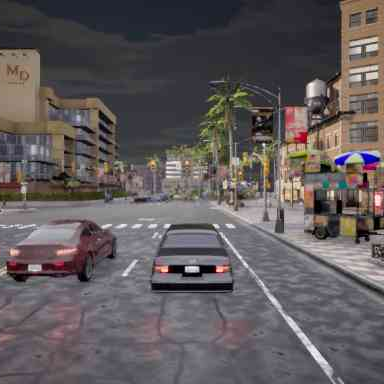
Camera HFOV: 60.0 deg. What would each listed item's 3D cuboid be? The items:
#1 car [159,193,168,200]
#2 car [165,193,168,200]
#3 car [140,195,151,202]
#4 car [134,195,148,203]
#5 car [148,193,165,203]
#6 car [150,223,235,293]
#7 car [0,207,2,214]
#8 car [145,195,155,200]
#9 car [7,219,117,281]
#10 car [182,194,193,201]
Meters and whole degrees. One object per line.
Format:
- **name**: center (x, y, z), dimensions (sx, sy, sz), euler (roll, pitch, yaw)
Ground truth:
- **car**: center (-7.853, 1.225, 91.456), dimensions (2.150, 2.045, 5.566), euler (0, 0, -1)
- **car**: center (-7.747, 1.225, 80.707), dimensions (2.150, 2.045, 5.566), euler (0, 0, -1)
- **car**: center (-11.244, 1.478, 80.463), dimensions (1.882, 1.535, 5.008), euler (0, 0, -1)
- **car**: center (-11.159, 1.595, 71.320), dimensions (1.895, 1.301, 4.718), euler (0, 0, -1)
- **car**: center (-7.659, 1.355, 71.368), dimensions (2.097, 1.767, 4.553), euler (0, 0, -1)
- **car**: center (-0.004, 1.547, 8.970), dimensions (2.033, 1.411, 5.357), euler (0, 0, 0)
- **car**: center (-19.510, 1.493, 29.944), dimensions (4.902, 1.511, 2.128), euler (0, 0, 14)
- **car**: center (-11.342, 1.540, 90.761), dimensions (2.033, 1.411, 5.357), euler (0, 0, -1)
- **car**: center (-3.510, 1.526, 9.709), dimensions (1.812, 1.442, 4.674), euler (0, 0, 0)
- **car**: center (-0.824, 1.525, 89.003), dimensions (2.128, 1.511, 4.902), euler (0, 0, -1)
